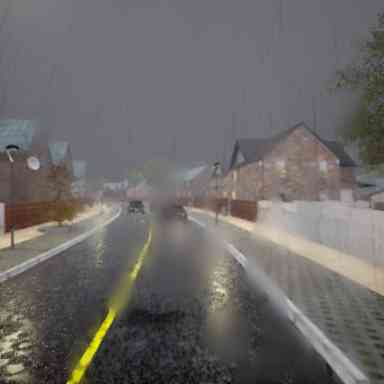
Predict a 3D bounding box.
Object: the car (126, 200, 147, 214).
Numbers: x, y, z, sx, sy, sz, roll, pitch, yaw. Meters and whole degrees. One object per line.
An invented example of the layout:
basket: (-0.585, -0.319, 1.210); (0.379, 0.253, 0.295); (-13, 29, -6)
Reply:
car: (-6.119, 1.628, 36.493); (1.837, 1.490, 4.892); (0, 0, -10)

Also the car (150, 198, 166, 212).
car: (-4.179, 1.515, 42.077); (2.097, 1.767, 4.553); (0, 0, -11)

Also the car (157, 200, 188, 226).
car: (-1.379, 1.576, 24.043); (1.837, 1.490, 4.892); (0, 0, -6)

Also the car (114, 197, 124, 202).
car: (-16.857, 1.741, 76.496); (2.097, 1.767, 4.553); (1, -1, -21)
